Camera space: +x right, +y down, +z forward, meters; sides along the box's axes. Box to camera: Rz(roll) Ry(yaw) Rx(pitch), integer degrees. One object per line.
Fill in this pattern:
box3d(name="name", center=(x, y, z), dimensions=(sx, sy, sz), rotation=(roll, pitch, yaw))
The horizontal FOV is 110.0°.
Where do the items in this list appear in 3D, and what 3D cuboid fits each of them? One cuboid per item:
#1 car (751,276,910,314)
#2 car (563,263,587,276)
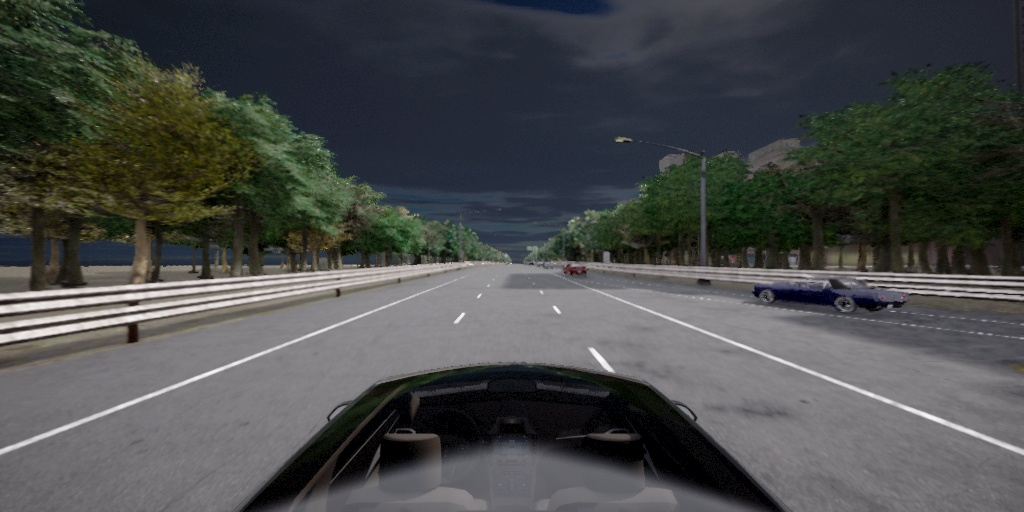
box3d(name="car", center=(12.591, 1.489, 14.703), dimensions=(1.895, 1.301, 4.718), rotation=(0, -1, -18))
box3d(name="car", center=(7.280, 1.547, 41.891), dimensions=(1.882, 1.535, 5.008), rotation=(0, 0, -4))
